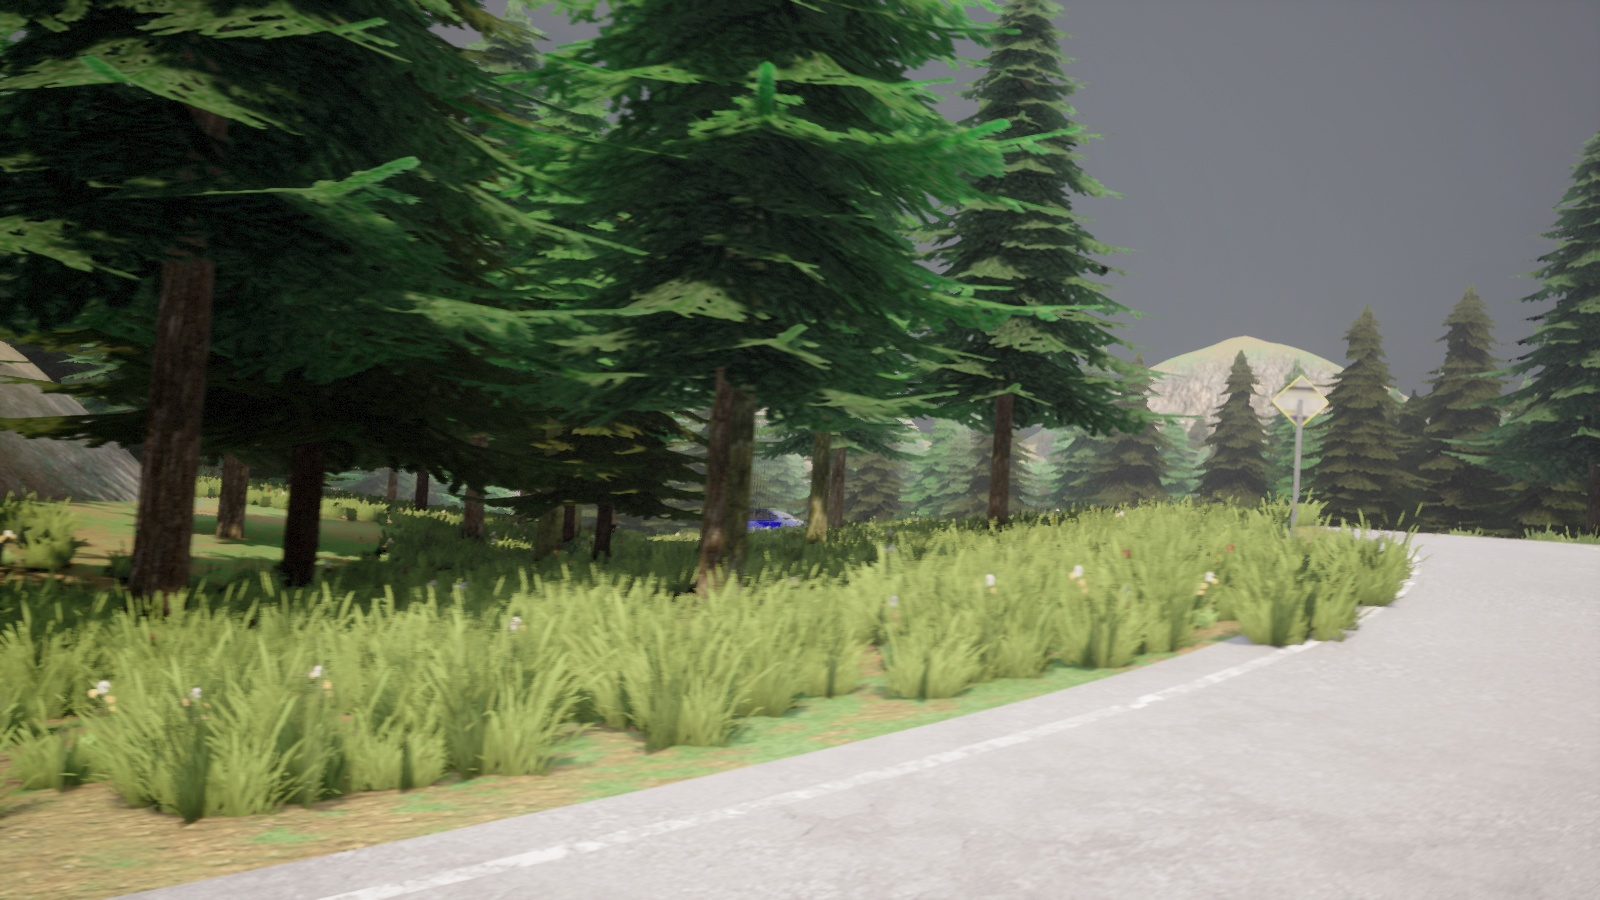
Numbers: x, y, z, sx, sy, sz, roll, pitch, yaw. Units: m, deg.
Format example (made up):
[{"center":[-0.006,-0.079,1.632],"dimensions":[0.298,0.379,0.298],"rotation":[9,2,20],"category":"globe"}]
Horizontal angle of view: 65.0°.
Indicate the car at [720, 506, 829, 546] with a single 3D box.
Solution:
[{"center":[-1.056,3.165,51.837],"dimensions":[4.193,1.474,1.816],"rotation":[-4,-7,33],"category":"car"}]
